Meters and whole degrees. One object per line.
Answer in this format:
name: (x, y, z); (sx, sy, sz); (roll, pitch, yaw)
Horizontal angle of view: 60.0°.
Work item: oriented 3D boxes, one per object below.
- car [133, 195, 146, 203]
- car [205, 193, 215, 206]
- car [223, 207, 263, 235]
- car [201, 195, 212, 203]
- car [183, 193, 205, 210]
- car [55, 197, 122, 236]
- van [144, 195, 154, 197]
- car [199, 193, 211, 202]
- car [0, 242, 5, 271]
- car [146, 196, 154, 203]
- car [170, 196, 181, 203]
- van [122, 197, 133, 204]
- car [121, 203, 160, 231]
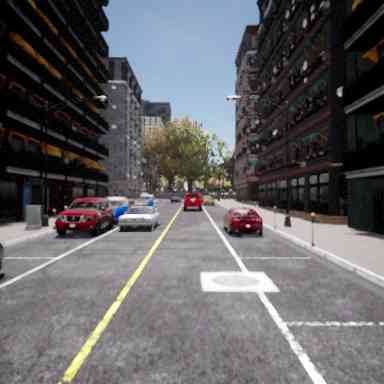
car: (-5.636, 1.355, 29.604); (1.967, 1.590, 4.097); (1, 0, 0)
car: (2.714, 1.375, 52.619); (1.752, 1.417, 4.829); (1, 0, 0)
car: (2.707, 1.492, 18.271); (1.887, 1.381, 4.507); (1, 0, 0)
car: (2.717, 1.363, 63.842); (1.887, 1.381, 4.507); (1, 0, 0)
car: (0.102, 1.108, 40.072); (2.150, 2.045, 5.566); (0, 0, 0)
car: (-5.636, 1.262, 18.211); (2.192, 1.841, 5.009); (1, 0, 0)
van: (-5.632, 1.223, 40.996); (1.690, 1.788, 3.998); (1, 0, 0)
car: (2.721, 1.117, 69.537); (2.192, 1.841, 5.009); (1, 0, 0)
car: (-5.642, 1.531, 6.818); (2.008, 1.369, 4.403); (1, 0, 0)
car: (-5.637, 1.449, 35.301); (2.008, 1.369, 4.403); (1, 0, 0)
car: (-3.021, 1.426, 61.384); (1.895, 1.301, 4.718); (0, 0, 1)
van: (-5.635, 1.272, 23.907); (1.690, 1.788, 3.998); (1, 0, 0)
car: (-3.095, 1.542, 20.102); (1.895, 1.301, 4.718); (0, 0, 0)
